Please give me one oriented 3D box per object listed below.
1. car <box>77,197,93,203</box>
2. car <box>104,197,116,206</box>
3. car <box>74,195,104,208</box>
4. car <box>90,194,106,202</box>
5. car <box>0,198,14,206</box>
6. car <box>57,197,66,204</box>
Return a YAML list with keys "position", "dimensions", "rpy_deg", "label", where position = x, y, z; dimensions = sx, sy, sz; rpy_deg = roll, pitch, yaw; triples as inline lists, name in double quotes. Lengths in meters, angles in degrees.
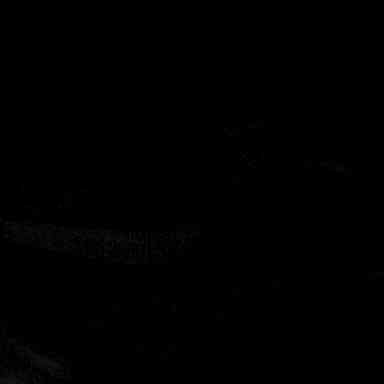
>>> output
- position: [-26.271, 1.857, 81.691]
  dimensions: [3.806, 1.475, 1.970]
  rpy_deg: [-1, 0, 36]
  label: "car"
- position: [-14.726, 1.387, 53.617]
  dimensions: [3.866, 1.878, 1.905]
  rpy_deg: [-1, 0, 36]
  label: "car"
- position: [-16.104, 1.405, 51.026]
  dimensions: [4.605, 1.855, 1.932]
  rpy_deg: [-1, 0, 36]
  label: "car"
- position: [-23.822, 1.568, 84.019]
  dimensions: [3.866, 1.878, 1.905]
  rpy_deg: [-1, 0, 36]
  label: "car"
- position: [-33.222, 1.762, 59.027]
  dimensions: [3.633, 1.501, 1.845]
  rpy_deg: [-1, 0, 36]
  label: "car"
- position: [-27.305, 1.739, 67.080]
  dimensions: [4.514, 1.523, 2.007]
  rpy_deg: [-1, 0, 36]
  label: "car"
